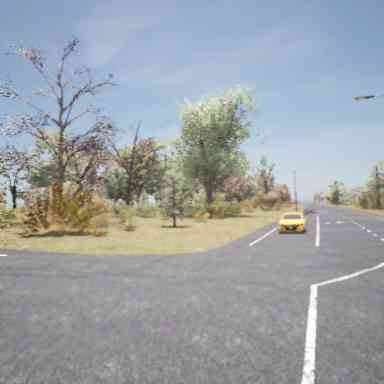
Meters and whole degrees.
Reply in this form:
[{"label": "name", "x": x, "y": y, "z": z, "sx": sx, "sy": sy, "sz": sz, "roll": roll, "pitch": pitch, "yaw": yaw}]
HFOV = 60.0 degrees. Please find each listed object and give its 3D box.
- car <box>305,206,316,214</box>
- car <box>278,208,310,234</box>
[{"label": "car", "x": 21.611, "y": 3.321, "z": 61.474, "sx": 1.812, "sy": 1.442, "sz": 4.674, "roll": -3, "pitch": -3, "yaw": 25}, {"label": "car", "x": 7.841, "y": 2.330, "z": 25.822, "sx": 1.882, "sy": 1.535, "sz": 5.008, "roll": -3, "pitch": -2, "yaw": 21}]
